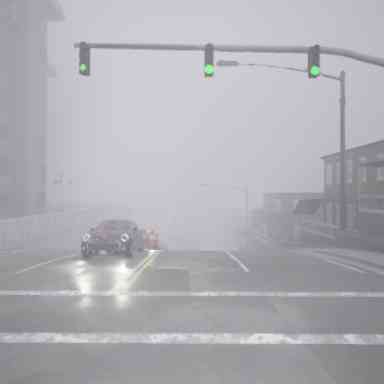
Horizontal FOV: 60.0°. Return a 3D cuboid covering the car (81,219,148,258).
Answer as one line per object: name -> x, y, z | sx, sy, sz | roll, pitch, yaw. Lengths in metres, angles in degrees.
car -> -3.581, 2.048, 15.679 | 2.097, 1.767, 4.553 | 0, -5, 0

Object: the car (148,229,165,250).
car -> -3.576, 3.661, 25.733 | 2.097, 1.767, 4.553 | 0, -12, 0

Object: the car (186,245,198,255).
car -> 0.015, 9.701, 55.851 | 1.994, 1.385, 4.181 | 0, -6, 0

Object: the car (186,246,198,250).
car -> 0.012, 8.364, 45.959 | 1.895, 1.301, 4.718 | 0, -10, 0

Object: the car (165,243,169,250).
car -> -3.575, 6.077, 35.854 | 1.882, 1.535, 5.008 | 0, -13, 0
